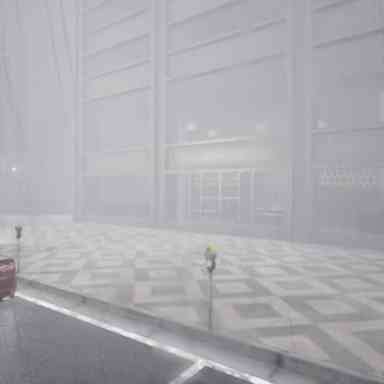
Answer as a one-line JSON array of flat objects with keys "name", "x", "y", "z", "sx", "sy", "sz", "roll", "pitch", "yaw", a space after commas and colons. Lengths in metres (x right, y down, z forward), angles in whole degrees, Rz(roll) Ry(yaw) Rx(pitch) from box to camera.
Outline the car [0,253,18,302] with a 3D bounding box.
[{"name": "car", "x": -5.339, "y": 1.493, "z": 6.776, "sx": 4.507, "sy": 1.381, "sz": 1.887, "roll": 0, "pitch": 0, "yaw": 36}]
